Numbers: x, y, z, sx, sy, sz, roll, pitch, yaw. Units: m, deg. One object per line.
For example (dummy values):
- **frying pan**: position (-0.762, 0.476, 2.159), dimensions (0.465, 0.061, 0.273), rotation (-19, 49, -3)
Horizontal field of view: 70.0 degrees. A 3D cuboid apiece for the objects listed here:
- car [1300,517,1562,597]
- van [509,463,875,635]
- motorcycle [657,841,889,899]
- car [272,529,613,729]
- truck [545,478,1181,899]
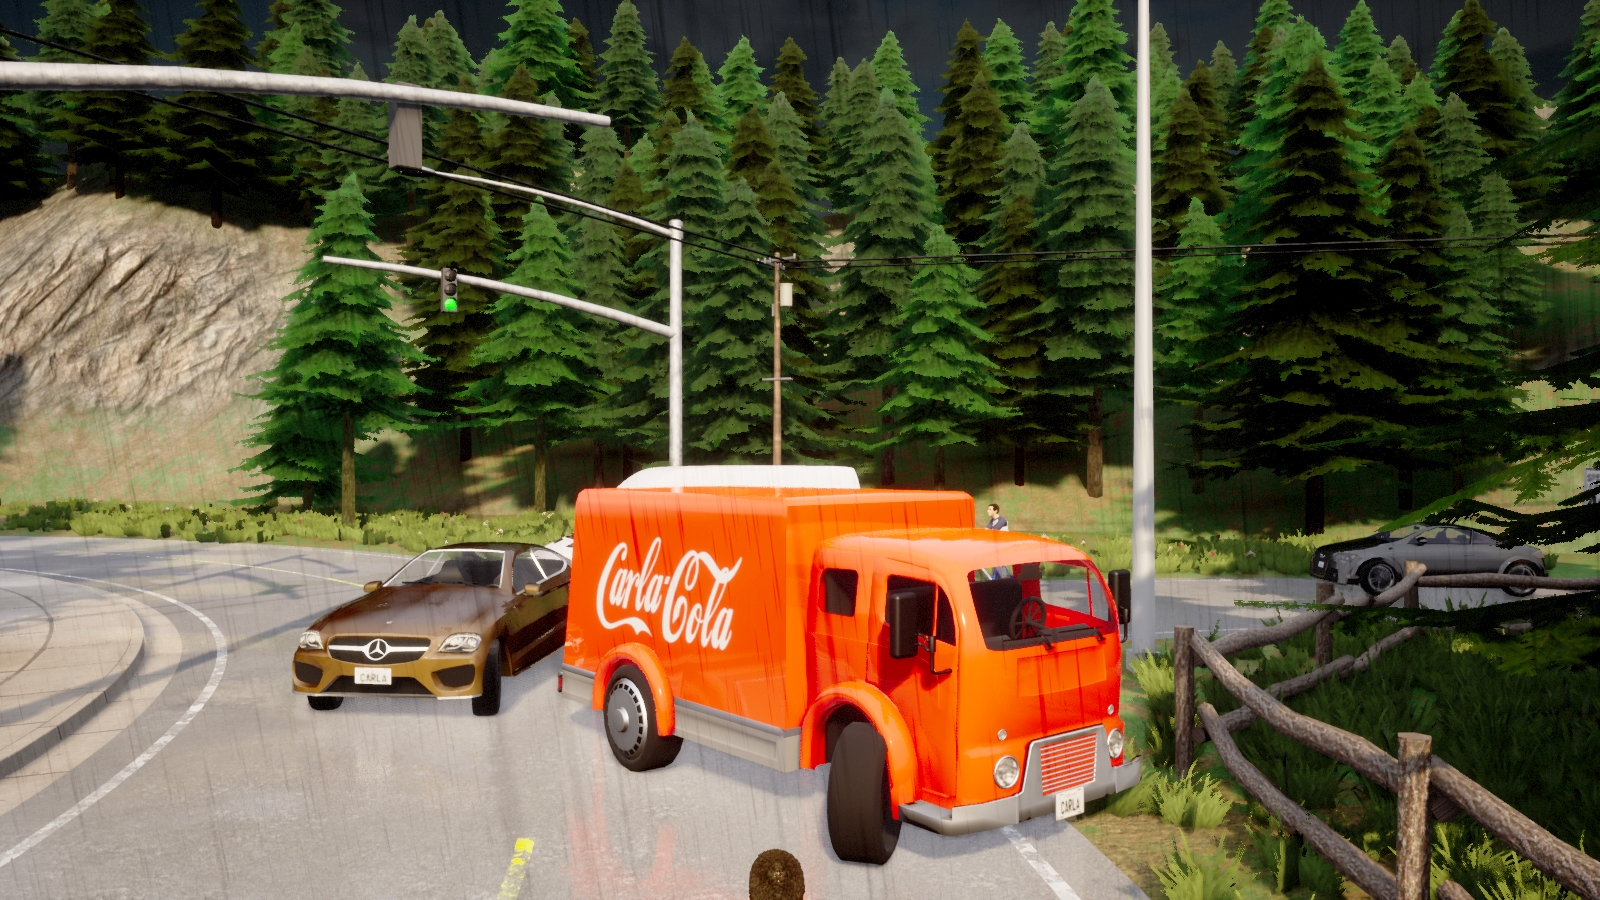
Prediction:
- **car**: position (12.589, 2.119, 23.051), dimensions (4.181, 1.385, 1.994), rotation (0, 0, 6)
- **van**: position (-1.776, 1.528, 19.549), dimensions (5.915, 2.561, 1.988), rotation (0, 0, -27)
- **motorcycle**: position (-0.074, 2.159, 3.526), dimensions (0.803, 1.199, 2.033), rotation (0, 0, -2)
- **car**: position (-4.038, 1.970, 14.038), dimensions (2.152, 1.651, 5.027), rotation (0, 0, 6)
- **truck**: position (0.202, 1.542, 9.769), dimensions (2.627, 2.467, 5.204), rotation (0, 0, -39)
